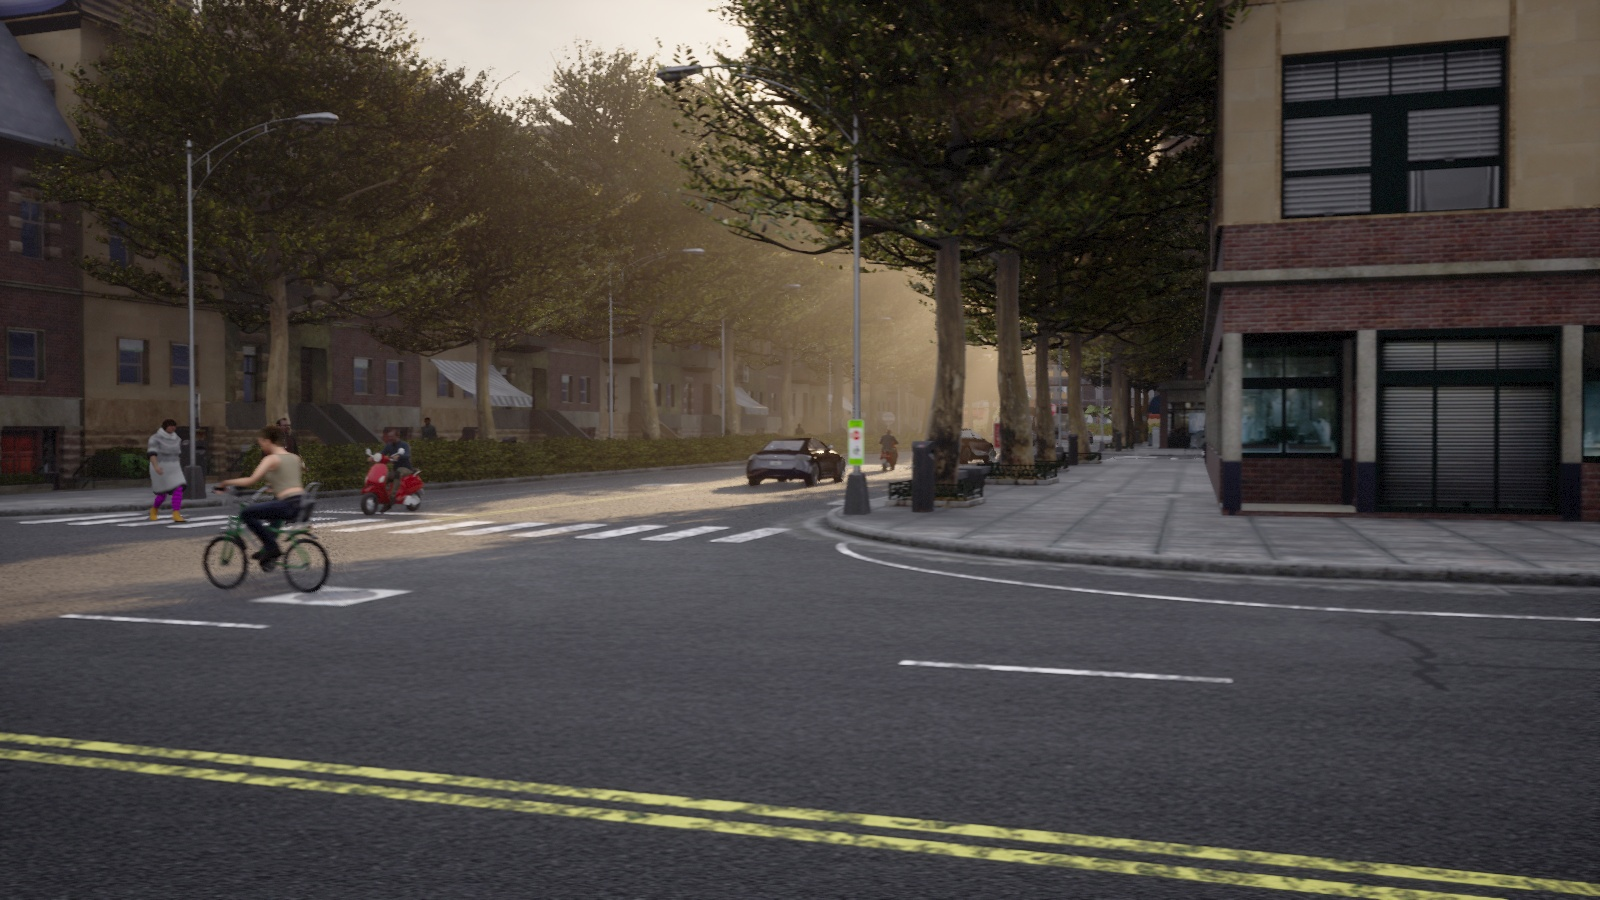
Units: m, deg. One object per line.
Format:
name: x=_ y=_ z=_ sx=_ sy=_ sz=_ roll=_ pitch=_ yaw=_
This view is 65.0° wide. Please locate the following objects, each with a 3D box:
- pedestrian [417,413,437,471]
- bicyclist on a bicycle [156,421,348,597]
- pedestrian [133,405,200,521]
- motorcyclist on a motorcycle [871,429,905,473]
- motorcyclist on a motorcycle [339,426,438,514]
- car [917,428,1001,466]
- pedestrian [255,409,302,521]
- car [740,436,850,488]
pedestrian: x=-11.996 y=-0.246 z=40.394 sx=0.353 sy=1.847 sz=0.614 roll=1 pitch=1 yaw=12
bicyclist on a bicycle: x=-5.314 y=0.533 z=12.205 sx=1.509 sy=1.612 sz=0.866 roll=1 pitch=1 yaw=18
pedestrian: x=-10.914 y=0.218 z=21.647 sx=0.873 sy=1.952 sz=0.659 roll=1 pitch=1 yaw=32
motorcyclist on a motorcycle: x=3.302 y=0.023 z=47.079 sx=0.866 sy=1.590 sz=1.817 roll=1 pitch=1 yaw=17
motorcyclist on a motorcycle: x=-7.748 y=0.347 z=23.755 sx=0.866 sy=1.590 sz=1.817 roll=1 pitch=1 yaw=18
car: x=7.261 y=-0.143 z=57.038 sx=2.033 sy=1.649 sz=4.856 roll=0 pitch=1 yaw=31
pedestrian: x=-8.736 y=0.240 z=21.029 sx=0.720 sy=1.854 sz=0.376 roll=1 pitch=1 yaw=32
car: x=-0.084 y=0.292 z=36.349 sx=1.994 sy=1.385 sz=4.181 roll=1 pitch=1 yaw=18
